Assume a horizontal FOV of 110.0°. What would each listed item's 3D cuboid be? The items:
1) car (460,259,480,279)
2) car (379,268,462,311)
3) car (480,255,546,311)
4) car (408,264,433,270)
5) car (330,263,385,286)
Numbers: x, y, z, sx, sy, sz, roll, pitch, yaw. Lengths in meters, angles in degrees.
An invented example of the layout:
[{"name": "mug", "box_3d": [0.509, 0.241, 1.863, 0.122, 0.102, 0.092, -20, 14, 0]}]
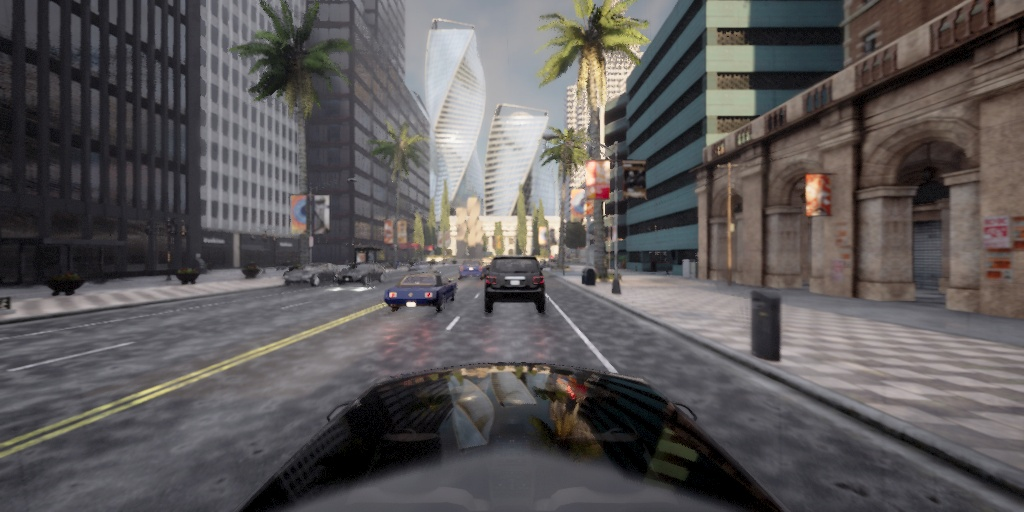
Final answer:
[{"name": "car", "box_3d": [-3.393, 1.094, 31.845, 2.097, 1.767, 4.553, 0, 0, 0]}, {"name": "car", "box_3d": [-3.404, 1.348, 14.340, 1.895, 1.301, 4.718, 0, 0, 0]}, {"name": "car", "box_3d": [0.103, 0.968, 14.489, 2.150, 2.045, 5.566, 0, 0, 0]}, {"name": "car", "box_3d": [-7.090, 1.307, 28.160, 1.994, 1.385, 4.181, 0, 0, 0]}, {"name": "car", "box_3d": [-10.592, 1.249, 25.447, 1.837, 1.490, 4.892, 0, 0, 0]}]
